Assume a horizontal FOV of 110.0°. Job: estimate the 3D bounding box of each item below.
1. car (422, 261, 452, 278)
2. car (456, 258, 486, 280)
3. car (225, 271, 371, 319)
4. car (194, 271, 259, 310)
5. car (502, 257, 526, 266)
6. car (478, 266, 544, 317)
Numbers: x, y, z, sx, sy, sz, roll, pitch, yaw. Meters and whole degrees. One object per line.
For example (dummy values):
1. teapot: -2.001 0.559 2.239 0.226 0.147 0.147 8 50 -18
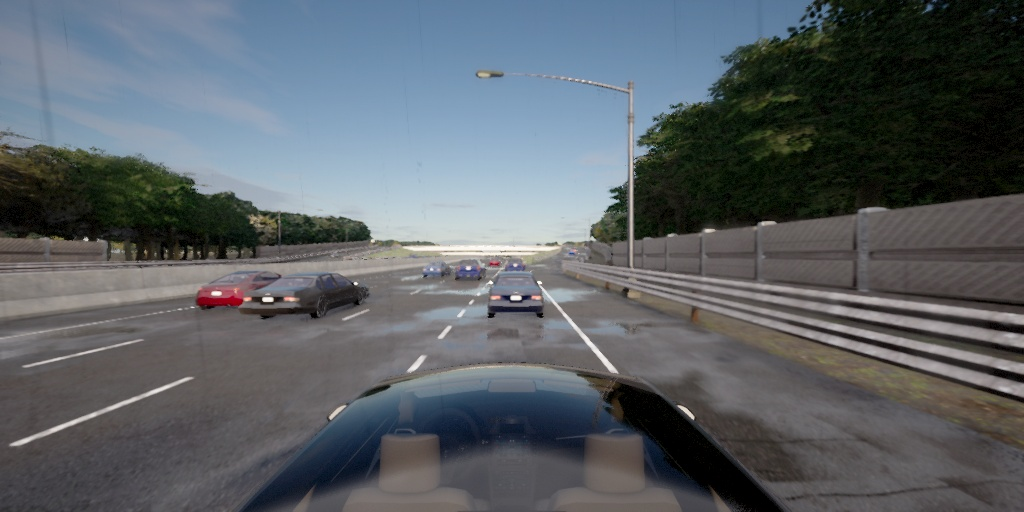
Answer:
1. car: -6.777 1.203 32.830 2.033 1.411 5.357 0 0 0
2. car: -3.394 1.016 30.123 2.097 1.767 4.553 0 0 0
3. car: -6.879 1.268 12.623 2.033 1.411 5.357 0 0 0
4. car: -10.370 1.278 14.599 1.994 1.385 4.181 0 0 0
5. car: 0.435 0.990 38.043 2.097 1.767 4.553 0 0 3
6. car: 0.123 1.266 13.008 2.033 1.411 5.357 0 0 0
